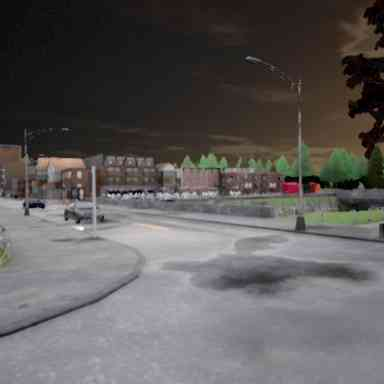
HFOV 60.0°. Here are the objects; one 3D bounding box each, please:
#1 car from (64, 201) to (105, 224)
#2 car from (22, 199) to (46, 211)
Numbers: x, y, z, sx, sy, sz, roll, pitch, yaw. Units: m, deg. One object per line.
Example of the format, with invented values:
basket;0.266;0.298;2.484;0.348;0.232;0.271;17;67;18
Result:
car;-7.801;1.383;23.781;1.812;1.442;4.674;-1;1;-35
car;-18.648;1.458;39.241;1.895;1.301;4.718;-1;1;-35
